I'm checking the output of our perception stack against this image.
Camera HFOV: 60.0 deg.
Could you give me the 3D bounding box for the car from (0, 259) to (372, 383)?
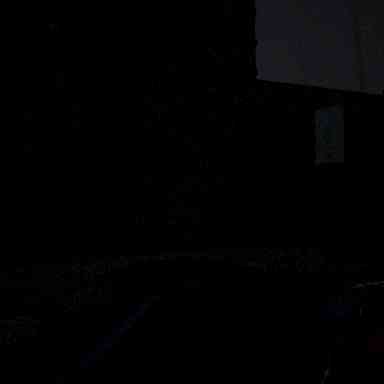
[{"bbox_3d":[-0.270,1.544,3.632,5.357,1.411,2.033,0,0,-32],"label":"car"}]
